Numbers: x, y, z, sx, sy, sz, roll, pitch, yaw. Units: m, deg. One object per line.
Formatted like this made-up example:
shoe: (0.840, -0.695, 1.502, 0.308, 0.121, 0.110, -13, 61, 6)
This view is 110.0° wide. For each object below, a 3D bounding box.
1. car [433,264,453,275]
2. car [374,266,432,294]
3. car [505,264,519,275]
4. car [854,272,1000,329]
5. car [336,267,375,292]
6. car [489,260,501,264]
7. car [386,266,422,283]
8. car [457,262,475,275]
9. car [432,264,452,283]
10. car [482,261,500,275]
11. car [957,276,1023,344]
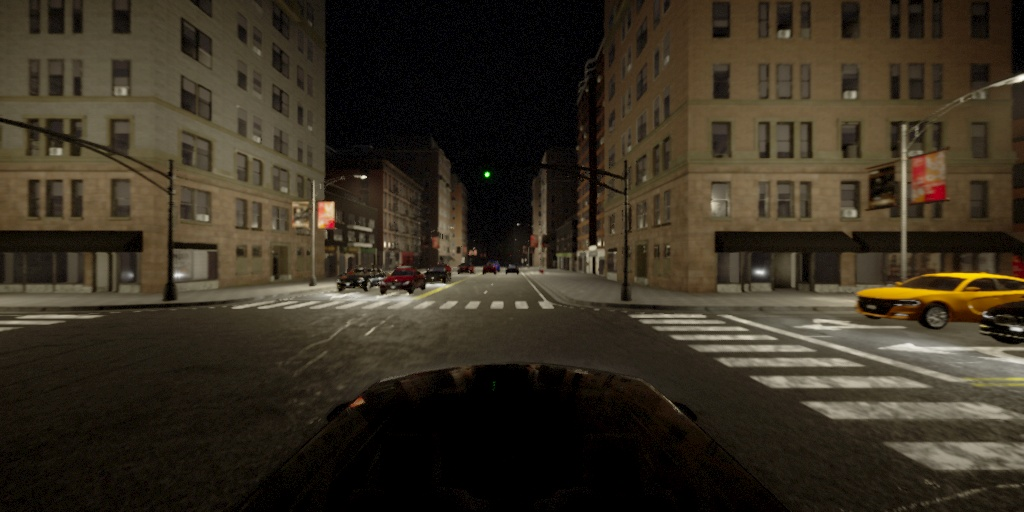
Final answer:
car: (-9.789, 1.867, 51.021, 1.882, 1.535, 5.008, 0, -1, 0)
car: (-6.584, 1.494, 22.197, 1.812, 1.442, 4.674, 0, -1, 0)
car: (0.025, 1.985, 52.472, 1.994, 1.385, 4.181, 0, -1, 0)
car: (13.200, 1.246, 10.696, 5.008, 1.535, 1.882, 0, 0, 0)
car: (-9.833, 1.494, 23.877, 1.837, 1.490, 4.892, 0, -1, 0)
car: (-3.221, 1.794, 62.544, 2.150, 2.045, 5.566, 0, -1, 0)
car: (-9.828, 1.644, 33.006, 1.812, 1.442, 4.674, 0, -1, 0)
car: (-6.538, 1.745, 51.166, 2.097, 1.767, 4.553, 0, -1, 0)
car: (-6.579, 1.668, 31.823, 1.994, 1.385, 4.181, 0, -1, 0)
car: (-3.226, 1.890, 52.093, 1.882, 1.535, 5.008, 0, -1, 0)
car: (12.860, 1.267, 7.451, 4.892, 1.490, 1.837, 0, 0, -1)
